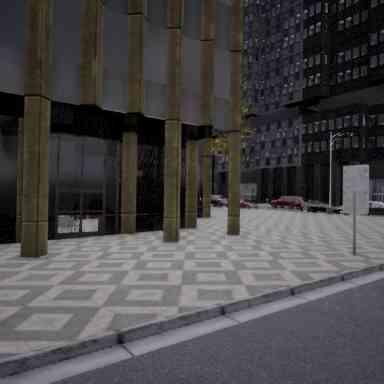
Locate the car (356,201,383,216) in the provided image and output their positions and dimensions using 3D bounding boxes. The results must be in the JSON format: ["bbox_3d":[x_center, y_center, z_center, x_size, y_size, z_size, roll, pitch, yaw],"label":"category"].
[{"bbox_3d":[16.283,1.518,29.296,2.008,1.369,4.403,1,-1,-35],"label":"car"}]

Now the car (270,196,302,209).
[{"bbox_3d":[13.652,1.488,47.724,2.192,1.841,5.009,1,-1,-35],"label":"car"}]

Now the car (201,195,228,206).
[{"bbox_3d":[4.074,1.513,61.206,2.192,1.841,5.009,1,-1,-35],"label":"car"}]

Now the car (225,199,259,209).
[{"bbox_3d":[6.704,1.571,42.778,1.802,1.307,4.206,1,-1,-35],"label":"car"}]

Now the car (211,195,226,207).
[{"bbox_3d":[3.515,1.312,47.276,2.192,1.841,5.009,1,-1,-35],"label":"car"}]

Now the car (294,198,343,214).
[{"bbox_3d":[13.090,1.540,33.790,1.947,1.339,4.313,1,-1,-35],"label":"car"}]

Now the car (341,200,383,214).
[{"bbox_3d":[20.034,1.709,38.733,2.008,1.369,4.403,1,-1,-35],"label":"car"}]
